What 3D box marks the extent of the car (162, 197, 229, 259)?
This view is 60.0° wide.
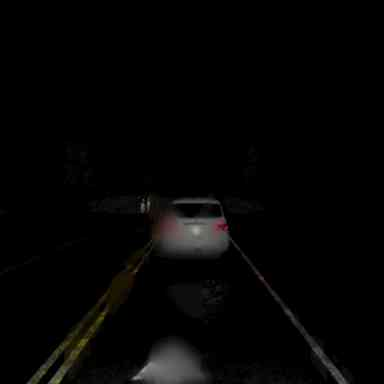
[{"bbox_3d":[0.128,1.186,12.580,2.150,2.045,5.566,0,0,0],"label":"car"}]

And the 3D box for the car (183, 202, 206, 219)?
[{"bbox_3d":[0.230,1.602,29.545,1.895,1.301,4.718,1,-1,1],"label":"car"}]
